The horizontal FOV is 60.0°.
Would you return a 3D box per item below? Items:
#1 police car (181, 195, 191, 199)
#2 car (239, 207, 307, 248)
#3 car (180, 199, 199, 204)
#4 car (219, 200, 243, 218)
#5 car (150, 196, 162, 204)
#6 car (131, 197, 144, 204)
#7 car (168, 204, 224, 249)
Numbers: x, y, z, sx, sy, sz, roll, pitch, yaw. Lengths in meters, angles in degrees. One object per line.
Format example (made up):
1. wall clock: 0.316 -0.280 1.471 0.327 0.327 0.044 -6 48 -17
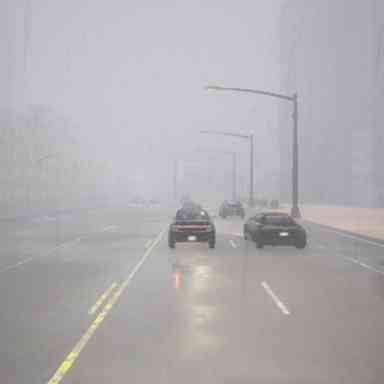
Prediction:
1. police car: -1.225 1.425 63.961 1.930 1.638 5.238 0 0 0
2. car: 3.500 1.572 14.650 1.994 1.385 4.181 0 0 0
3. car: 0.000 1.572 29.650 1.994 1.385 4.181 0 0 0
4. car: 3.500 1.495 29.650 2.128 1.511 4.902 0 0 0
5. car: -7.000 1.560 64.580 1.812 1.442 4.674 0 0 0
6. car: -10.500 1.600 64.580 1.994 1.385 4.181 0 0 0
7. car: 0.000 1.494 14.650 2.128 1.511 4.902 0 0 0
